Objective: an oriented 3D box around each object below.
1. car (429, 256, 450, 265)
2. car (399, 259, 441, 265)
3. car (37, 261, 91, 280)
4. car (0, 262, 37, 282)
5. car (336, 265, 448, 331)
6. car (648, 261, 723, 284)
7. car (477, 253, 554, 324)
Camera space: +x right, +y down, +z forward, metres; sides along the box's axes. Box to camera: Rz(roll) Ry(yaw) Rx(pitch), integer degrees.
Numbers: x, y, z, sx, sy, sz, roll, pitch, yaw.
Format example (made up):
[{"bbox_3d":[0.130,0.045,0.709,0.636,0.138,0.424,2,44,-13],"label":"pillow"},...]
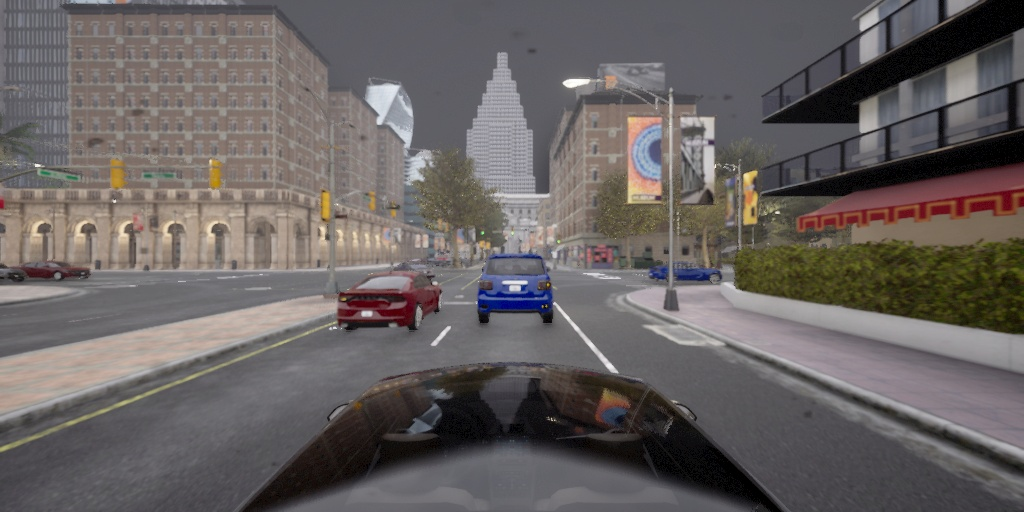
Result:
[{"bbox_3d":[-11.444,1.152,56.398,1.994,1.385,4.181,0,0,0],"label":"car"},{"bbox_3d":[-7.958,1.220,27.856,2.033,1.411,5.357,0,0,-41],"label":"car"},{"bbox_3d":[-37.137,1.147,28.950,5.008,1.535,1.882,0,0,0],"label":"car"},{"bbox_3d":[-37.605,1.184,25.446,4.892,1.490,1.837,0,0,0],"label":"car"},{"bbox_3d":[-3.412,1.200,10.900,1.882,1.535,5.008,0,0,0],"label":"car"},{"bbox_3d":[12.405,1.156,25.729,5.008,1.535,1.882,0,0,-2],"label":"car"},{"bbox_3d":[0.139,0.939,11.995,2.150,2.045,5.566,0,0,1],"label":"car"}]
